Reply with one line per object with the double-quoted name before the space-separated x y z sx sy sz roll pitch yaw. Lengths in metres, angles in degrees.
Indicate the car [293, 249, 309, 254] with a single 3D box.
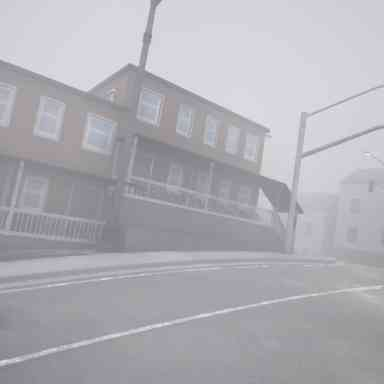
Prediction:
"car" 8.836 5.850 30.369 2.128 1.511 4.902 13 -16 -34
